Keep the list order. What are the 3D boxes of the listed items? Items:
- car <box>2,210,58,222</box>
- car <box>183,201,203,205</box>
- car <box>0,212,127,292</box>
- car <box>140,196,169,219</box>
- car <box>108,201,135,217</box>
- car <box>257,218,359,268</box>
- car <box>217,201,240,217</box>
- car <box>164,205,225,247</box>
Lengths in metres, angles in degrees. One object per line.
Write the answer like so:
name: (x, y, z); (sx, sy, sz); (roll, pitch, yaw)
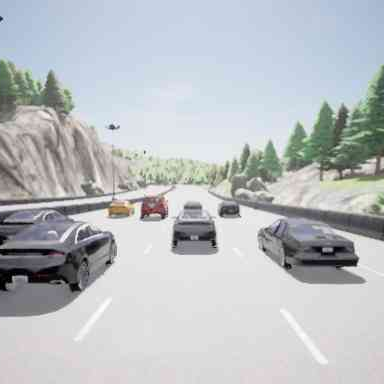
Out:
car: (-6.905, 1.551, 15.171); (2.128, 1.511, 4.902); (0, 0, 0)
car: (0.089, 1.604, 33.011); (1.882, 1.535, 5.008); (0, 0, 0)
car: (-3.403, 1.527, 9.023); (2.128, 1.511, 4.902); (0, 0, 0)
car: (-3.410, 1.340, 30.901); (2.150, 2.045, 5.566); (0, 0, 0)
car: (-6.911, 1.605, 32.969); (1.882, 1.535, 5.008); (0, 0, 0)
car: (3.597, 1.591, 11.336); (2.033, 1.411, 5.357); (0, 0, 0)
car: (3.590, 1.603, 33.028); (1.882, 1.535, 5.008); (0, 0, 0)
car: (0.095, 1.550, 15.221); (2.128, 1.511, 4.902); (0, 0, 0)
